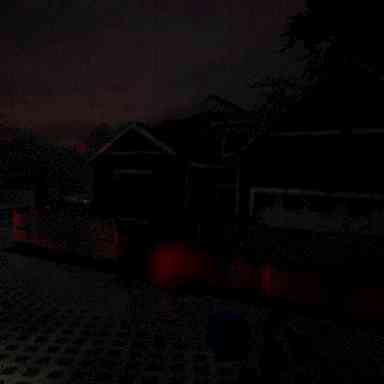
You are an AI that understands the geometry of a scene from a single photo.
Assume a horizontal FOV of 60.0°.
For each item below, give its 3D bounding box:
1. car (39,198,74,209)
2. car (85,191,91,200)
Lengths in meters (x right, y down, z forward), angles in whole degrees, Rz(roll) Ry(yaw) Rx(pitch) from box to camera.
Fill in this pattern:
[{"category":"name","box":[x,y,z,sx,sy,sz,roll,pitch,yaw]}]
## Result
[{"category":"car","box":[-12.436,1.246,30.878,1.994,1.385,4.181,3,1,1]},{"category":"car","box":[-15.929,0.517,53.805,1.812,1.442,4.674,3,2,-3]}]
